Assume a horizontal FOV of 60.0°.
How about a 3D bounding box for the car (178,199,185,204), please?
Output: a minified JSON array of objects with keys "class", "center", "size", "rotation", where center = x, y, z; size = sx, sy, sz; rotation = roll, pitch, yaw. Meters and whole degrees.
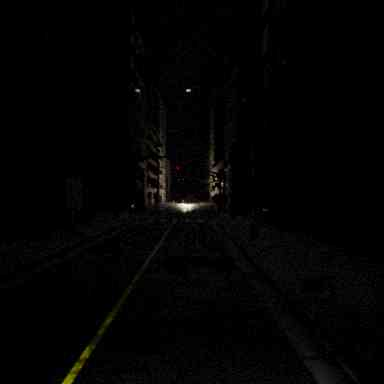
[{"class":"car","center":[-3.021,2.780,95.171],"size":[2.033,1.411,5.357],"rotation":[0,-1,0]}]
